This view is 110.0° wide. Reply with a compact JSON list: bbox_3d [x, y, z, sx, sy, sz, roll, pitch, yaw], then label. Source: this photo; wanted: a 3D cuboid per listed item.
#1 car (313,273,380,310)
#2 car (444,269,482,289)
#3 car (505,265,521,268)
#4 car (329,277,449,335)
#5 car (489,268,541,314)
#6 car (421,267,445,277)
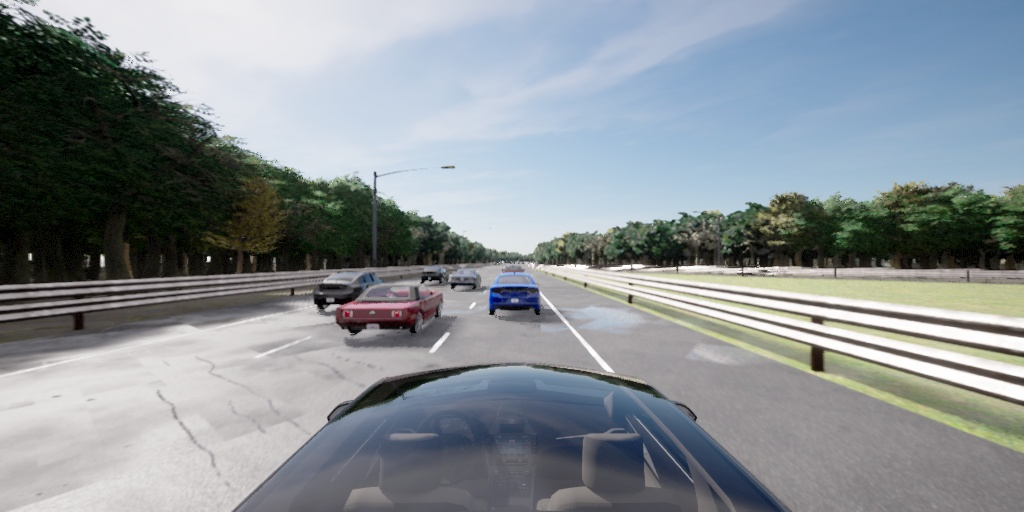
[{"bbox_3d":[-6.901,1.469,16.047,1.837,1.490,4.892,0,-1,0],"label":"car"},{"bbox_3d":[-3.392,1.672,26.930,2.033,1.411,5.357,1,-1,0],"label":"car"},{"bbox_3d":[0.100,1.567,32.106,2.097,1.767,4.553,0,-1,0],"label":"car"},{"bbox_3d":[-3.404,1.489,11.030,1.895,1.301,4.718,0,-1,0],"label":"car"},{"bbox_3d":[0.098,1.423,14.777,1.882,1.535,5.008,0,-1,0],"label":"car"},{"bbox_3d":[-6.900,1.702,32.429,1.837,1.490,4.892,0,-1,0],"label":"car"}]
